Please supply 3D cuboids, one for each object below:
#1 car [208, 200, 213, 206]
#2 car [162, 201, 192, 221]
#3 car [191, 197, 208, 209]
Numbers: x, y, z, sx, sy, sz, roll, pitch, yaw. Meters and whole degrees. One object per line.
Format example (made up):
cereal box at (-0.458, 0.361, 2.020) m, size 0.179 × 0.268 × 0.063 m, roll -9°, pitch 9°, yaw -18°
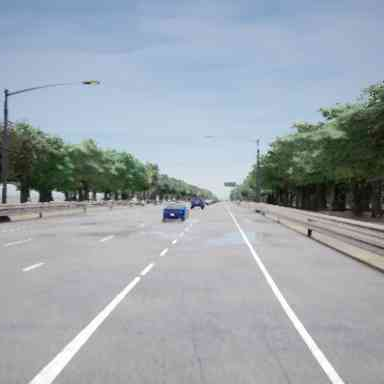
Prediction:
car at (3.852, 3.017, 88.731) m, size 1.895 × 1.301 × 4.718 m, roll 1°, pitch -1°, yaw 5°
car at (-1.402, 1.752, 29.893) m, size 1.882 × 1.535 × 5.008 m, roll 1°, pitch -1°, yaw 5°
car at (1.039, 1.937, 57.725) m, size 2.150 × 2.045 × 5.566 m, roll 1°, pitch -1°, yaw 5°
